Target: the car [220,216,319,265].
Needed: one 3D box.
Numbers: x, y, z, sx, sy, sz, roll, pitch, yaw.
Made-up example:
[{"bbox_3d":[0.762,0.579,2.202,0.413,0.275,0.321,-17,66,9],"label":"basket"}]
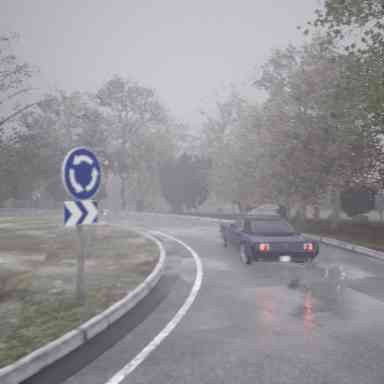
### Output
[{"bbox_3d":[2.234,1.453,11.065,1.895,1.301,4.718,1,1,-7],"label":"car"}]
